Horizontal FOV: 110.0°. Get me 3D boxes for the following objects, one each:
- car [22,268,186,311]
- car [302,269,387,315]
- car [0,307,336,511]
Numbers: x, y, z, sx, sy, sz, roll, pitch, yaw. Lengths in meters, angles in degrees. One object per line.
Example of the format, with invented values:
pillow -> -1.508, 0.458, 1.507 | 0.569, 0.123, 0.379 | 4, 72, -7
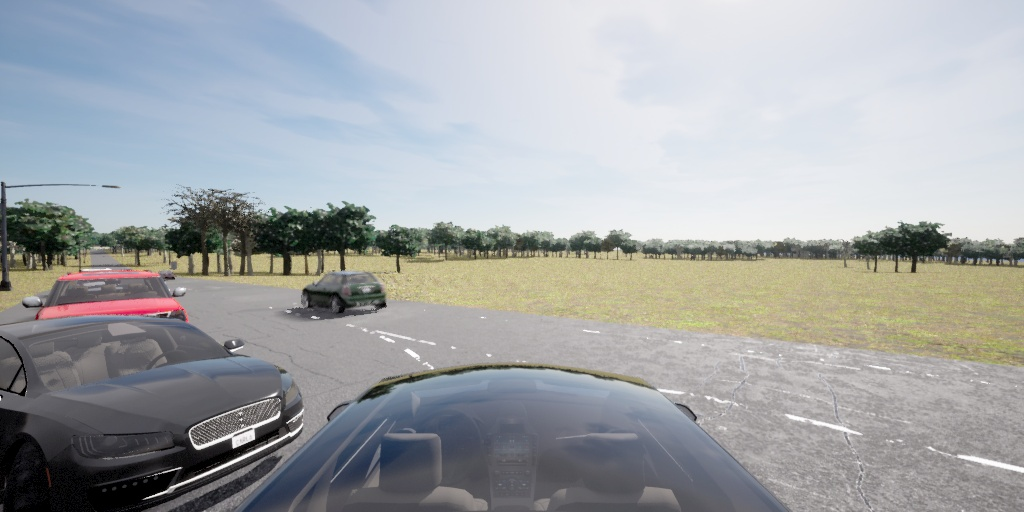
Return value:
car -> -9.544, 1.385, 8.565 | 5.566, 2.045, 2.150 | -2, 0, 40
car -> -7.608, 1.481, 16.105 | 4.553, 1.767, 2.097 | -2, 0, 40
car -> -4.593, 1.445, 3.962 | 4.892, 1.490, 1.837 | -3, -3, 21
